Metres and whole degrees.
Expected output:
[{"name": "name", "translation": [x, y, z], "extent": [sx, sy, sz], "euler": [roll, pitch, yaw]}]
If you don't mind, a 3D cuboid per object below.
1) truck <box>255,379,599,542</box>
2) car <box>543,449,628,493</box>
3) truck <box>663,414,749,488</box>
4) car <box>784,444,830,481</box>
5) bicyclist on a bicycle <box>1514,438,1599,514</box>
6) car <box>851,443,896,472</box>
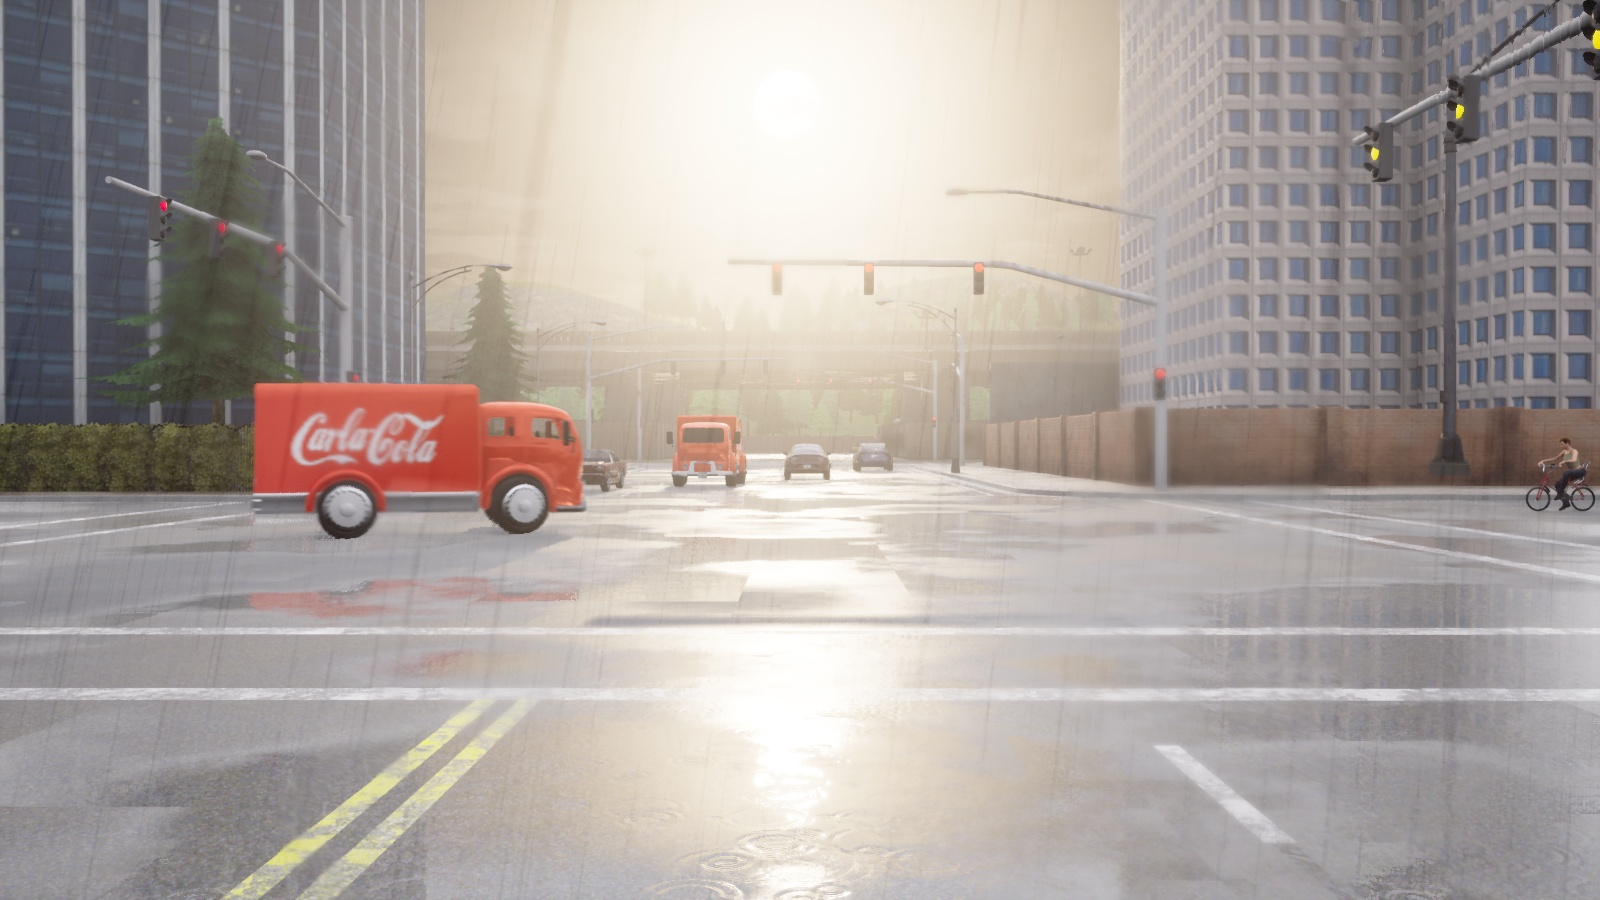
[{"name": "truck", "translation": [-6.202, 0.135, 21.054], "extent": [5.204, 2.467, 2.627], "euler": [0, 1, -19]}, {"name": "car", "translation": [-6.769, 0.615, 40.157], "extent": [1.895, 1.301, 4.718], "euler": [0, 0, 0]}, {"name": "truck", "translation": [-3.246, 0.006, 44.496], "extent": [2.627, 2.467, 5.204], "euler": [0, 0, 0]}, {"name": "car", "translation": [0.296, 0.478, 52.117], "extent": [1.812, 1.442, 4.674], "euler": [0, 0, 0]}, {"name": "bicyclist on a bicycle", "translation": [16.392, 0.543, 27.066], "extent": [1.509, 1.612, 0.866], "euler": [0, 0, 0]}, {"name": "car", "translation": [3.876, 0.370, 67.134], "extent": [2.163, 1.488, 4.792], "euler": [0, 0, 0]}]
